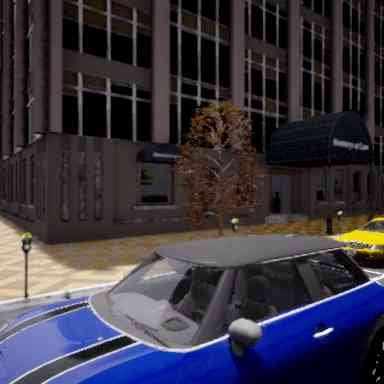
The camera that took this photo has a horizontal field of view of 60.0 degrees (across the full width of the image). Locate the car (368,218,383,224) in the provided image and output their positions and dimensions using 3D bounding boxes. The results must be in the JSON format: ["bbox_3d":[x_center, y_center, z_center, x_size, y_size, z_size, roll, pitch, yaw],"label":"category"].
[{"bbox_3d":[6.758,1.461,11.370,4.829,1.417,1.752,0,1,-35],"label":"car"}]

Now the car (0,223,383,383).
[{"bbox_3d":[0.175,1.341,3.505,4.553,1.767,2.097,0,0,-35],"label":"car"}]
